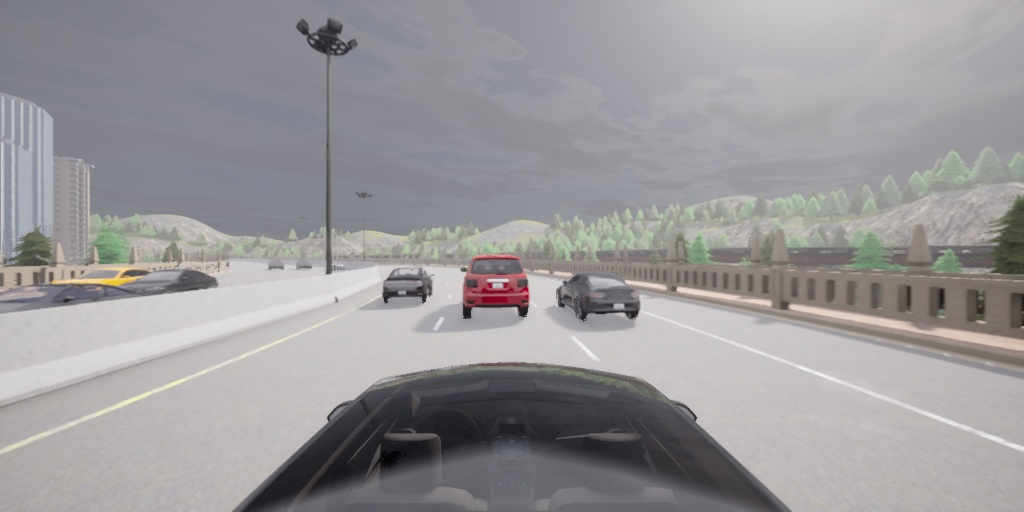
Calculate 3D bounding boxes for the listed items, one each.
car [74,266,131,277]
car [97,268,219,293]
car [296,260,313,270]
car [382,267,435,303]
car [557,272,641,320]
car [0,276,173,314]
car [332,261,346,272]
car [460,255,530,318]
[{"bbox_3d":[-19.196,1.296,17.302,1.882,1.535,5.008,0,0,-11],"label":"car"},{"bbox_3d":[-15.482,1.332,16.326,1.812,1.442,4.674,0,0,-10],"label":"car"},{"bbox_3d":[-31.940,1.389,55.147,1.837,1.490,4.892,0,0,-36],"label":"car"},{"bbox_3d":[-4.756,1.268,16.810,2.128,1.511,4.902,0,0,-8],"label":"car"},{"bbox_3d":[2.848,1.277,12.519,1.812,1.442,4.674,0,0,-5],"label":"car"},{"bbox_3d":[-11.024,1.351,8.556,1.994,1.385,4.181,0,0,-5],"label":"car"},{"bbox_3d":[-24.455,1.386,50.232,1.812,1.442,4.674,0,0,-31],"label":"car"},{"bbox_3d":[-0.722,0.983,13.360,2.150,2.045,5.566,0,0,-6],"label":"car"}]
